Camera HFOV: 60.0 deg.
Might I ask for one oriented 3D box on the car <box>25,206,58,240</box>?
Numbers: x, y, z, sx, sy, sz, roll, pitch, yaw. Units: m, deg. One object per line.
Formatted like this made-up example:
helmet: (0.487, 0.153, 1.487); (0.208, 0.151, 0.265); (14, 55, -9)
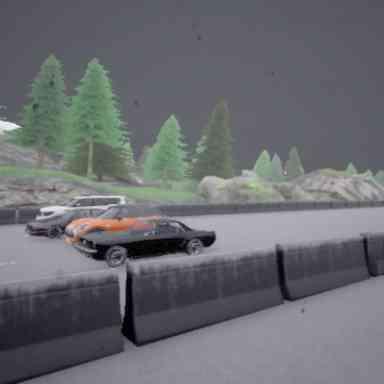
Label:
car: (-5.582, 1.562, 17.207); (5.357, 1.411, 2.033); (0, 0, -35)

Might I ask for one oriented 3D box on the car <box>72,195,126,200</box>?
car: (-6.594, 1.239, 20.782); (5.566, 2.045, 2.150); (0, 0, -35)

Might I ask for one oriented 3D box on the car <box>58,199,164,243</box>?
car: (-3.142, 1.368, 14.645); (4.553, 1.767, 2.097); (0, 0, -35)

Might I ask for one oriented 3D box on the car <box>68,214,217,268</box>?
car: (-1.502, 1.615, 11.518); (4.718, 1.301, 1.895); (0, 0, -35)
